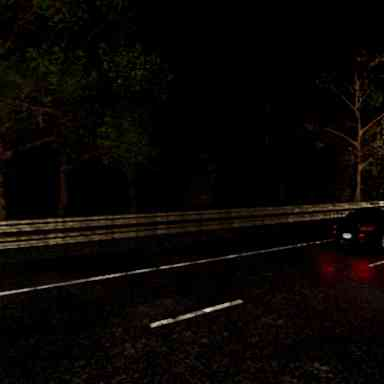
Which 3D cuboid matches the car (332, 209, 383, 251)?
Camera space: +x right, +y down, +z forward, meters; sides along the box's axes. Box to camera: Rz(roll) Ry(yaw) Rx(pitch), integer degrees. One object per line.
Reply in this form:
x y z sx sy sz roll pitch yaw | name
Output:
7.531 1.419 13.514 4.674 1.442 1.812 -1 0 -36 | car
